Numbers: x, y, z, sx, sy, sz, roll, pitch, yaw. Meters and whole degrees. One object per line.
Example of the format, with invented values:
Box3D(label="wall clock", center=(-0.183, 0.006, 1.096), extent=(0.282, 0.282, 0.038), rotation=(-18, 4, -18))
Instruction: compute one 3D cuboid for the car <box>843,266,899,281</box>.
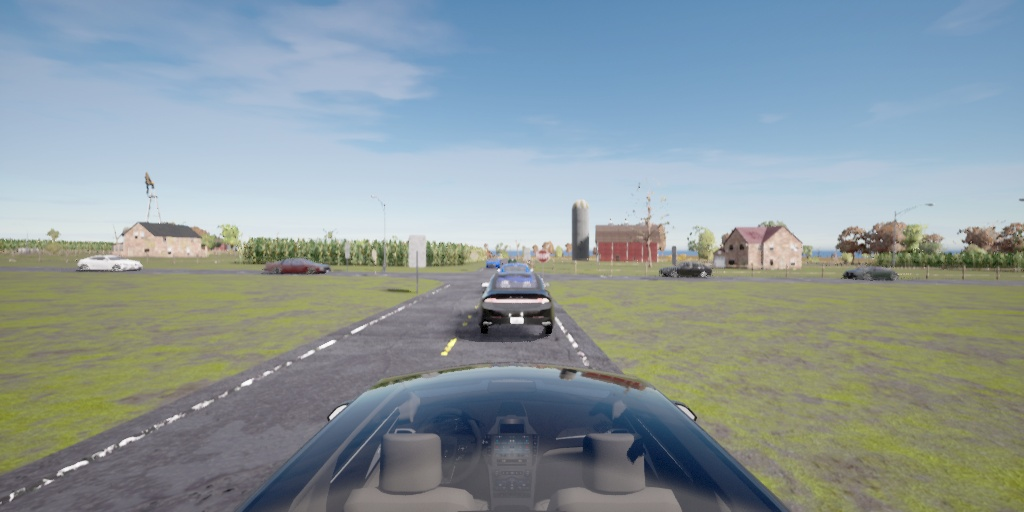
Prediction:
Box3D(label="car", center=(35.376, 1.691, 35.430), extent=(4.181, 1.385, 1.994), rotation=(1, 1, 0))

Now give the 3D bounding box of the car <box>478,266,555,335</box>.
Box3D(label="car", center=(0.115, 1.209, 10.382), extent=(2.128, 1.511, 4.902), rotation=(0, 0, 0))

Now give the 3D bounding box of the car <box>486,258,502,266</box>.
Box3D(label="car", center=(-2.758, 1.073, 52.265), extent=(1.882, 1.535, 5.008), rotation=(0, 0, 0))

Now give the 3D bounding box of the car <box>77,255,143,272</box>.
Box3D(label="car", center=(-36.240, 0.672, 32.349), extent=(4.674, 1.442, 1.812), rotation=(1, 1, 0))

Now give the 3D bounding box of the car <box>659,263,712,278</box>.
Box3D(label="car", center=(17.088, 1.385, 35.402), extent=(4.892, 1.490, 1.837), rotation=(1, 1, 0))

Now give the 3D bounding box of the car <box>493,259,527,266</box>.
Box3D(label="car", center=(0.195, 1.161, 20.126), extent=(1.882, 1.535, 5.008), rotation=(0, 0, 2))

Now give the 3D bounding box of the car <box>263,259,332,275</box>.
Box3D(label="car", center=(-19.302, 0.948, 32.378), extent=(5.357, 1.411, 2.033), rotation=(1, 1, 0))
